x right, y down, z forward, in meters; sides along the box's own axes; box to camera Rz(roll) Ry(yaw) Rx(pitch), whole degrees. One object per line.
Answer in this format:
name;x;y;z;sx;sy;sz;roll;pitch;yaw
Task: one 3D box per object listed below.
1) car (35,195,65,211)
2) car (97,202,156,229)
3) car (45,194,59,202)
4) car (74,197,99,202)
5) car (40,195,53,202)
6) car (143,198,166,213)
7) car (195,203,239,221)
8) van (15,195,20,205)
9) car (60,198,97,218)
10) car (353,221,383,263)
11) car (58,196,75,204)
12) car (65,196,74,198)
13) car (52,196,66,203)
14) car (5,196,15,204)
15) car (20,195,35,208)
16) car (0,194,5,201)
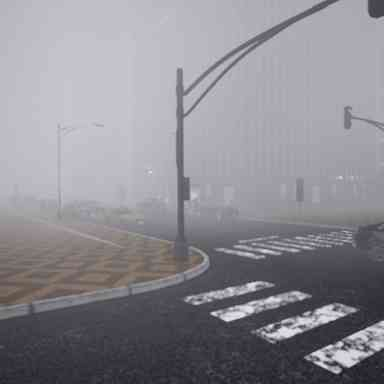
car;-17.465;1.476;40.731;1.967;1.590;4.097;-1;0;-36
car;-4.533;1.598;22.443;1.752;1.417;4.829;-1;0;-36
car;-30.463;1.342;72.430;1.967;1.590;4.097;-1;0;-36
car;-10.891;1.570;35.956;2.033;1.411;5.357;-1;1;-36
car;-33.796;1.417;77.088;1.752;1.417;4.829;-1;0;-36
car;-4.542;1.415;36.316;1.967;1.590;4.097;-1;0;-36
car;1.987;1.543;27.319;2.008;1.369;4.403;-1;0;-36
van;-27.168;1.349;54.287;1.690;1.788;3.998;-1;0;-36
car;-10.945;1.580;31.523;1.752;1.417;4.829;-1;0;-36
car;7.563;1.550;10.192;2.128;1.511;4.902;0;0;-36
car;-23.994;1.472;63.393;2.008;1.369;4.403;-1;0;-36
car;-20.759;1.475;58.875;1.887;1.381;4.507;-1;0;-36
car;-27.228;1.493;67.912;1.802;1.307;4.206;-1;0;-36
car;-33.636;1.540;63.325;2.008;1.369;4.403;-1;0;-36
car;-23.933;1.458;49.769;1.967;1.590;4.097;-1;0;-36
car;-46.573;1.495;81.400;1.887;1.381;4.507;-1;0;-36
